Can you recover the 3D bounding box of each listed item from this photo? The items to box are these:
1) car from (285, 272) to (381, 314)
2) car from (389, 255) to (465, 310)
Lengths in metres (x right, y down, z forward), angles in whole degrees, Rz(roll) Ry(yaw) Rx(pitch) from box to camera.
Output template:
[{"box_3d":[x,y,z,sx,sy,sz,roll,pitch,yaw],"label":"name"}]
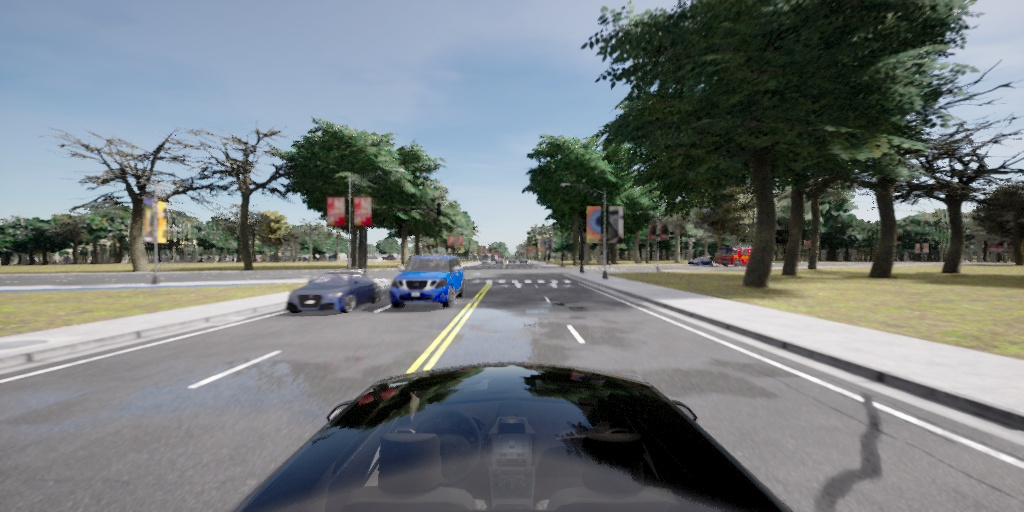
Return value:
[{"box_3d":[-6.582,1.318,13.673,1.994,1.385,4.181,0,0,0],"label":"car"},{"box_3d":[-3.329,0.976,15.185,2.150,2.045,5.566,0,0,0],"label":"car"}]
